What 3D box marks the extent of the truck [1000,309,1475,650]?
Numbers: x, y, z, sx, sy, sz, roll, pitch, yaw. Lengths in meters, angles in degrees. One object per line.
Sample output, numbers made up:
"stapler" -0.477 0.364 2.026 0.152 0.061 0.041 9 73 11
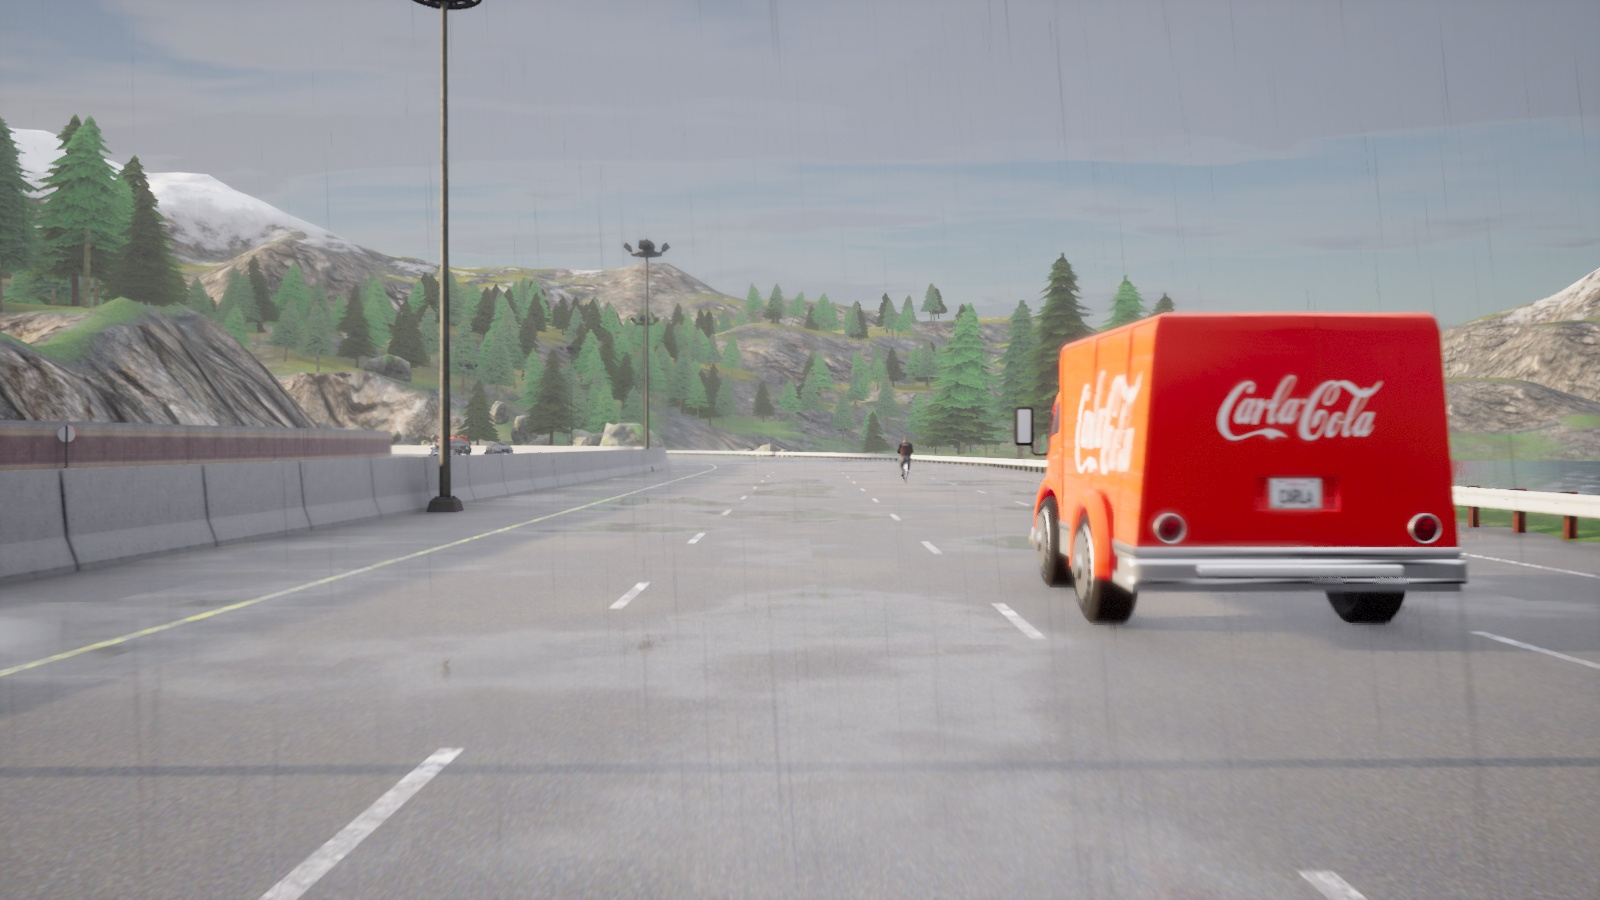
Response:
"truck" 3.583 0.197 11.697 2.627 2.467 5.204 0 0 0
